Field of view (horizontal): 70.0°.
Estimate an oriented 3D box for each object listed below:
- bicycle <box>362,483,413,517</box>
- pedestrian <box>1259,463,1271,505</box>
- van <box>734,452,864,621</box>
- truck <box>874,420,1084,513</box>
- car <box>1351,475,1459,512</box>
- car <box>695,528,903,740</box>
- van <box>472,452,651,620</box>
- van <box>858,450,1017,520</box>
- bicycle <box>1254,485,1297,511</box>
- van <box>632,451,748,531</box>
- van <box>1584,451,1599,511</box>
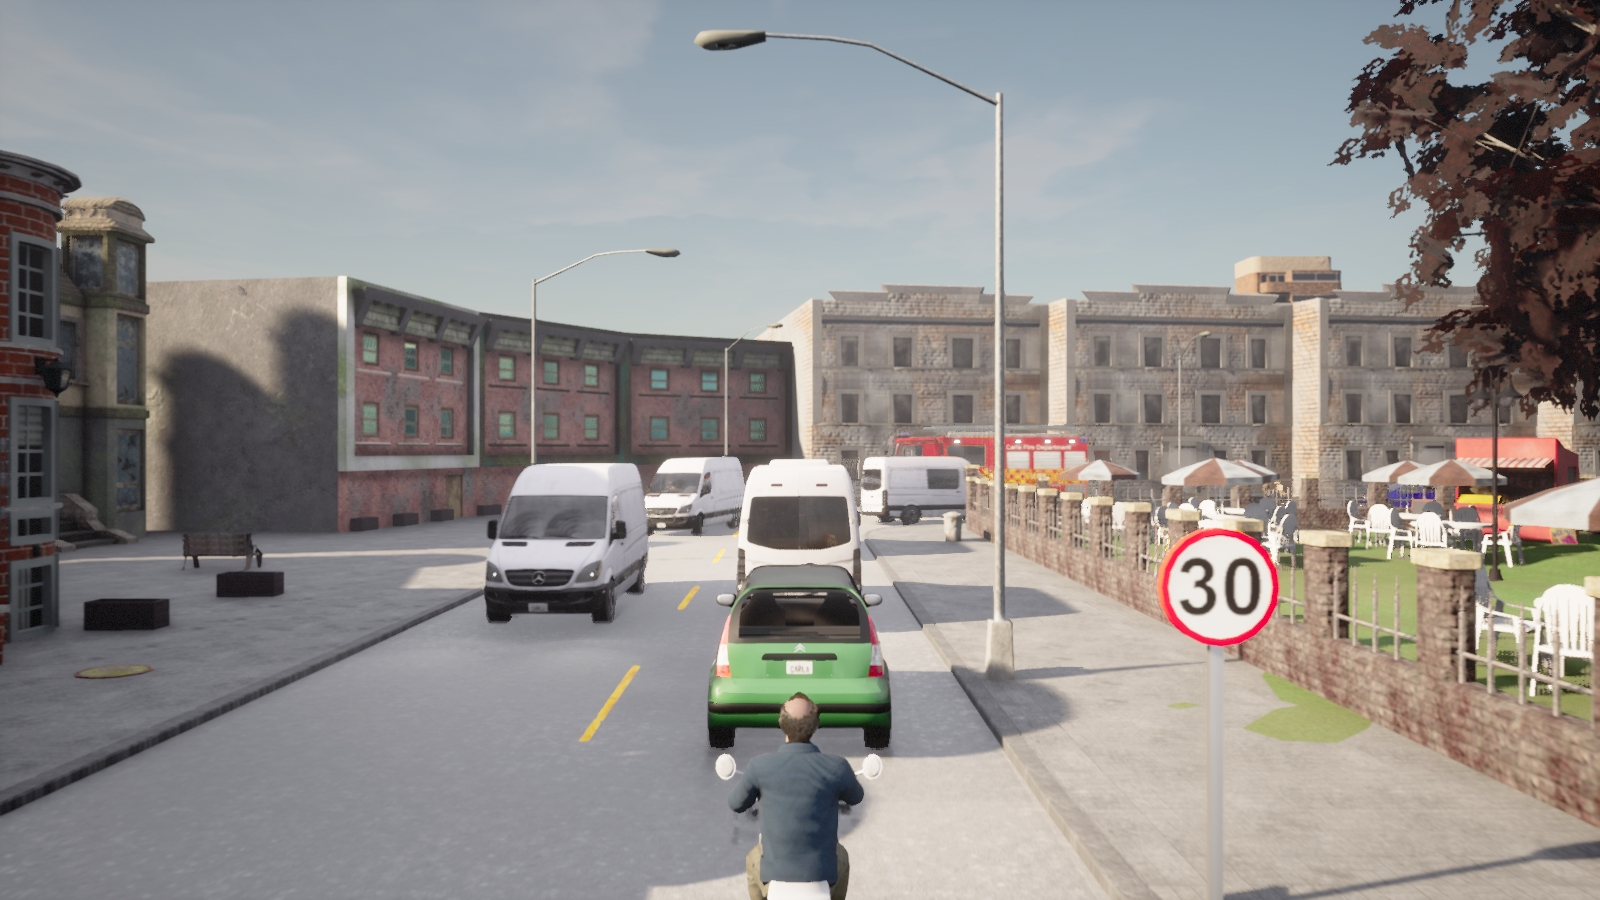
[{"bbox_3d":[-16.053,1.945,44.483,1.835,1.271,0.329,0,0,0],"label":"bicycle"},{"bbox_3d":[20.910,1.529,51.343,0.375,1.860,0.375,0,0,-4],"label":"pedestrian"},{"bbox_3d":[-0.016,1.317,20.330,1.988,2.561,5.915,0,0,0],"label":"van"},{"bbox_3d":[7.501,0.677,48.678,8.468,3.827,2.891,0,0,0],"label":"truck"},{"bbox_3d":[25.621,1.824,48.474,3.633,1.501,1.845,0,0,0],"label":"car"},{"bbox_3d":[-0.010,1.781,12.195,1.851,1.617,3.988,0,0,0],"label":"car"},{"bbox_3d":[-4.032,1.317,20.456,1.988,2.561,5.915,0,0,0],"label":"van"},{"bbox_3d":[5.334,1.321,44.161,5.915,2.561,1.988,0,-1,-24],"label":"van"},{"bbox_3d":[20.174,2.042,48.475,1.487,1.080,0.859,0,0,0],"label":"bicycle"},{"bbox_3d":[-3.677,1.320,39.477,1.988,2.561,5.915,-1,0,15],"label":"van"},{"bbox_3d":[36.927,1.321,48.500,5.915,2.561,1.988,0,0,0],"label":"van"}]
